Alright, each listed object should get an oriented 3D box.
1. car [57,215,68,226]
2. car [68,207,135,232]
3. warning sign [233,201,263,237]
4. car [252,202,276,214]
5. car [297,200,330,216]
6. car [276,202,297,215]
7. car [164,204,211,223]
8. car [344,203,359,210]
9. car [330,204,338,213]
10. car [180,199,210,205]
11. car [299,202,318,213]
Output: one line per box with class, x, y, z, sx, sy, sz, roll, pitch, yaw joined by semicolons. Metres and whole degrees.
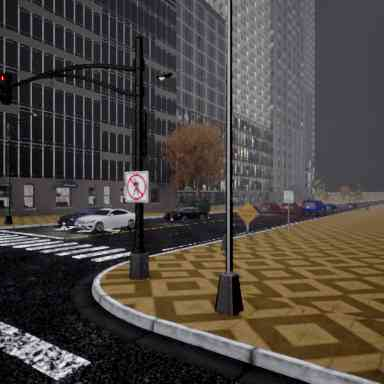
car;-7.525;1.873;25.536;2.033;1.411;5.357;0;-1;33
car;-5.649;1.827;22.484;1.812;1.442;4.674;0;-1;33
warning sign;3.115;1.454;18.570;1.300;1.860;1.060;1;1;33
car;10.980;2.199;48.094;2.097;1.767;4.553;0;-1;33
car;16.168;2.065;43.994;2.150;2.045;5.566;0;-1;35
car;13.848;2.205;46.362;2.097;1.767;4.553;0;-1;33
car;-0.530;2.071;30.374;1.895;1.301;4.718;0;-1;33
car;31.516;2.837;65.715;1.812;1.442;4.674;0;-1;33
car;21.923;2.558;52.964;1.812;1.442;4.674;0;-1;33
car;0.112;1.796;37.352;2.150;2.045;5.566;0;-1;33
car;19.194;2.506;54.728;1.882;1.535;5.008;0;-1;33
